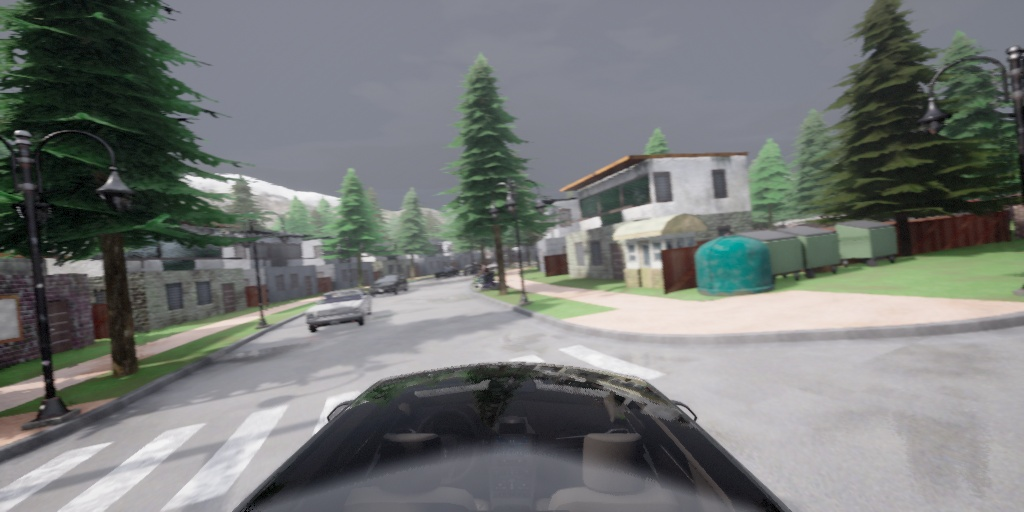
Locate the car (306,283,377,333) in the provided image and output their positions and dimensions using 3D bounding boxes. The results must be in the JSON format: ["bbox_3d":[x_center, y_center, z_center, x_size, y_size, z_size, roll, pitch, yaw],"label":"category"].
[{"bbox_3d":[-6.866,2.074,14.634,1.895,1.301,4.718,-6,0,-17],"label":"car"}]

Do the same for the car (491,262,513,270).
[{"bbox_3d":[-1.645,1.406,55.552,1.895,1.301,4.718,-6,0,24],"label":"car"}]

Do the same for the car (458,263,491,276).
[{"bbox_3d":[-4.661,1.652,45.285,1.837,1.490,4.892,-6,0,13],"label":"car"}]

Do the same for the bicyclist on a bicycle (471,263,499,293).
[{"bbox_3d":[-1.528,1.209,20.058,1.656,1.620,0.582,-6,0,-14],"label":"bicyclist on a bicycle"}]

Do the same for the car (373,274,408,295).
[{"bbox_3d":[-9.348,2.163,27.513,1.882,1.535,5.008,-6,0,-4],"label":"car"}]

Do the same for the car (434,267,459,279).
[{"bbox_3d":[-8.280,2.118,45.939,1.895,1.301,4.718,-6,0,11],"label":"car"}]
